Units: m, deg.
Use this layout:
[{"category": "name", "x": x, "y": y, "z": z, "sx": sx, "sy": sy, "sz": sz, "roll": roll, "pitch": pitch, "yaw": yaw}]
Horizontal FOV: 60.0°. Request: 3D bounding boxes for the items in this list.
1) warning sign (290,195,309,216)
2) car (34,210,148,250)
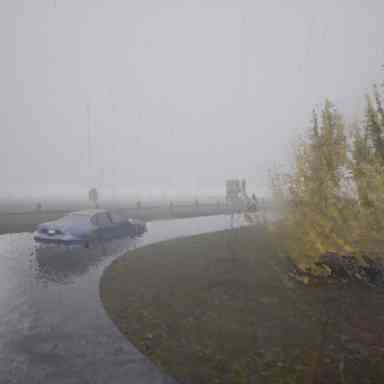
[{"category": "warning sign", "x": 9.544, "y": 1.172, "z": 29.534, "sx": 1.300, "sy": 1.860, "sz": 1.060, "roll": 1, "pitch": 0, "yaw": 35}, {"category": "car", "x": -3.982, "y": 1.464, "z": 14.151, "sx": 2.033, "sy": 1.411, "sz": 5.357, "roll": 1, "pitch": 0, "yaw": 24}]
